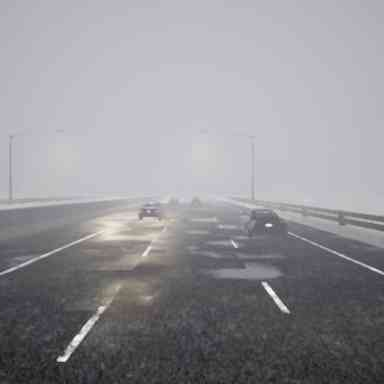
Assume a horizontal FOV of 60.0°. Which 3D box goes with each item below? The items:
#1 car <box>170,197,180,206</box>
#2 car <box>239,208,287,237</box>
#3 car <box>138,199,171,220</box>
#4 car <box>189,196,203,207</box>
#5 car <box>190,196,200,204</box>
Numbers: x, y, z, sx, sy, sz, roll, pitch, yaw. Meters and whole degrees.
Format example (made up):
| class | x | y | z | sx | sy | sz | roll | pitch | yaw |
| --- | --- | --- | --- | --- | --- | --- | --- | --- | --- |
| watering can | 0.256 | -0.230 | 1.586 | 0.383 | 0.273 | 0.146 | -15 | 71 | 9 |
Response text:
| class | x | y | z | sx | sy | sz | roll | pitch | yaw |
| --- | --- | --- | --- | --- | --- | --- | --- | --- | --- |
| car | -3.003 | 1.565 | 56.379 | 2.033 | 1.411 | 5.357 | 0 | 0 | 1 |
| car | 3.708 | 1.565 | 17.964 | 1.994 | 1.385 | 4.181 | 0 | 0 | 1 |
| car | -3.263 | 1.548 | 27.879 | 2.033 | 1.411 | 5.357 | 0 | 0 | 1 |
| car | 0.535 | 1.543 | 51.490 | 1.812 | 1.442 | 4.674 | 0 | 0 | -1 |
| car | 0.583 | 1.530 | 64.894 | 1.837 | 1.490 | 4.892 | 0 | 0 | 1 |
